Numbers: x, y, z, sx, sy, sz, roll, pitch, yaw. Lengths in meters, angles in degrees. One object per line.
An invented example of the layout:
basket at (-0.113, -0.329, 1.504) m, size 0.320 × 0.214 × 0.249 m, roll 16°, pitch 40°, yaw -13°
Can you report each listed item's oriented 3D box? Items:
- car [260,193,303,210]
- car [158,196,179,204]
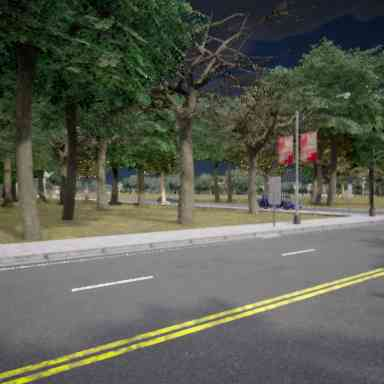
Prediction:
car at (10.973, 1.200, 41.094) m, size 2.150 × 2.045 × 5.566 m, roll 0°, pitch 0°, yaw -36°
car at (-4.388, 1.508, 62.701) m, size 2.033 × 1.411 × 5.357 m, roll 0°, pitch 0°, yaw -35°
